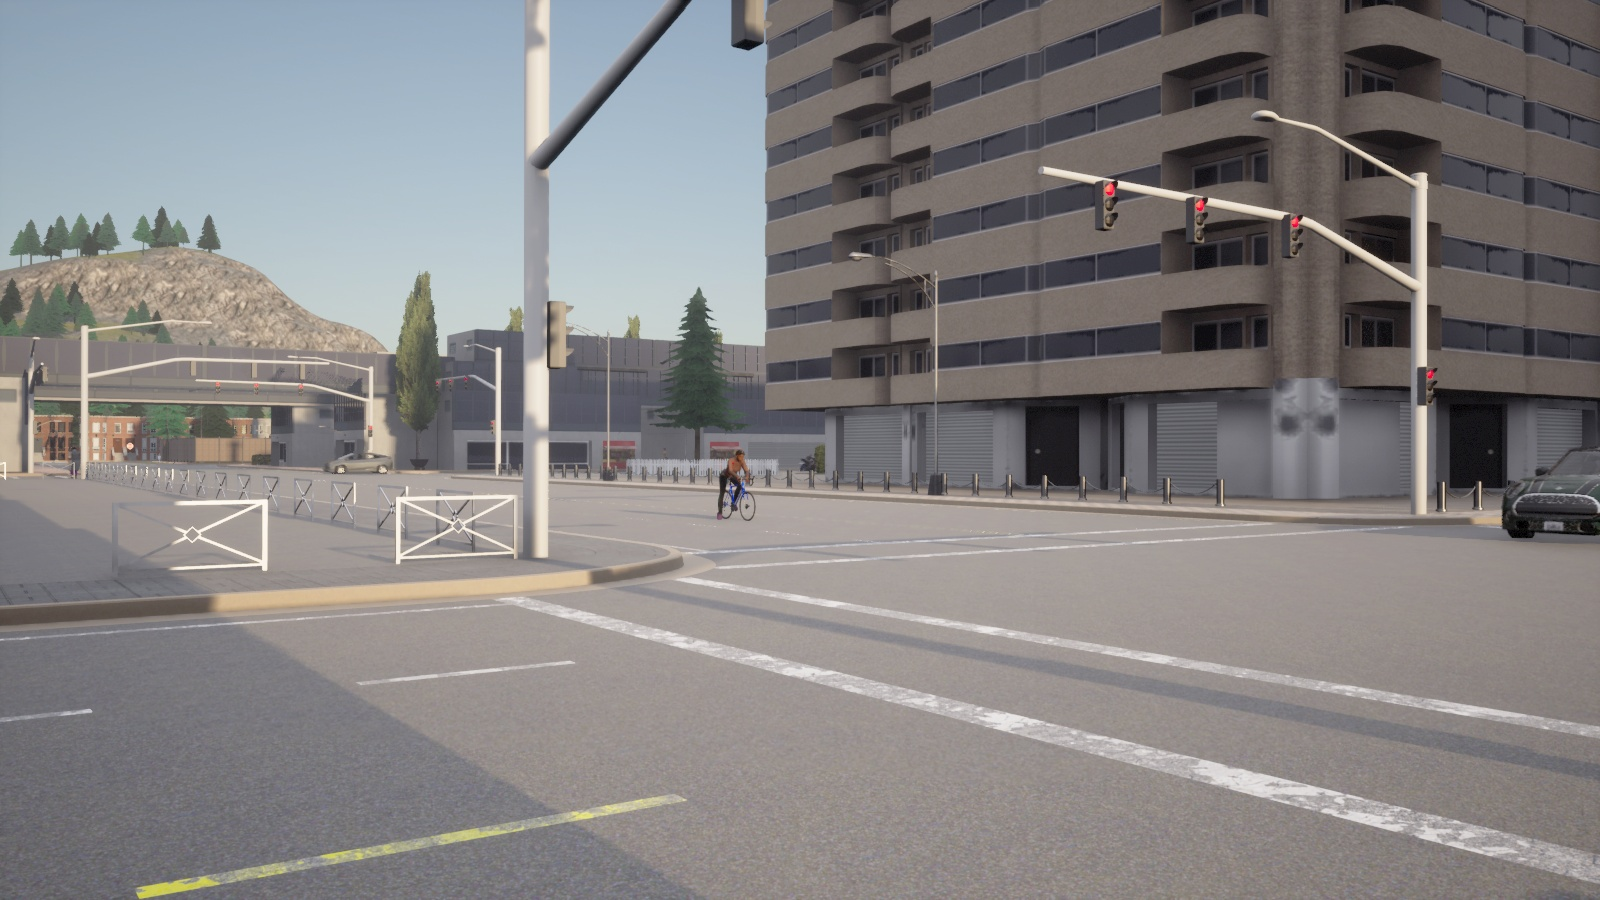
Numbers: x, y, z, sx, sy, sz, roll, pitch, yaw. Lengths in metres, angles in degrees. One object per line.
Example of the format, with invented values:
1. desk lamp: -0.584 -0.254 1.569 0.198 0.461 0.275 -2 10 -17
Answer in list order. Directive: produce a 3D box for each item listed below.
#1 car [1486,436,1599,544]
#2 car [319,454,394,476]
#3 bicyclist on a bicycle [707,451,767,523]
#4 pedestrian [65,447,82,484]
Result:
1. car: 14.556 0.652 22.603 4.553 1.767 2.097 0 0 -36
2. car: -30.702 1.025 87.029 4.514 1.525 2.007 0 0 -35
3. bicyclist on a bicycle: -1.467 0.827 28.998 0.582 1.620 1.656 0 0 -35
4. pedestrian: -38.848 0.839 67.130 0.659 1.952 0.873 0 0 -41
